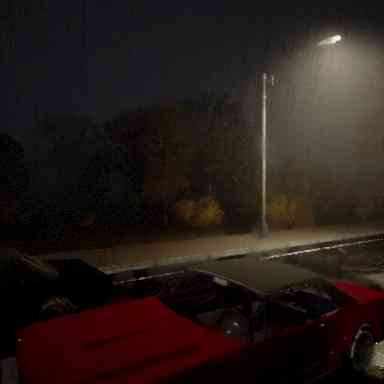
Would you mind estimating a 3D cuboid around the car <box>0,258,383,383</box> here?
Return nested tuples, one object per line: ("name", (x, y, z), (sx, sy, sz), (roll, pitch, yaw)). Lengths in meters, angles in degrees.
("car", (0.444, 1.595, 3.970), (4.718, 1.301, 1.895), (0, 0, -35))

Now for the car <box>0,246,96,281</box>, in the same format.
("car", (-3.723, 1.599, 5.003), (4.718, 1.301, 1.895), (0, 0, -35))
